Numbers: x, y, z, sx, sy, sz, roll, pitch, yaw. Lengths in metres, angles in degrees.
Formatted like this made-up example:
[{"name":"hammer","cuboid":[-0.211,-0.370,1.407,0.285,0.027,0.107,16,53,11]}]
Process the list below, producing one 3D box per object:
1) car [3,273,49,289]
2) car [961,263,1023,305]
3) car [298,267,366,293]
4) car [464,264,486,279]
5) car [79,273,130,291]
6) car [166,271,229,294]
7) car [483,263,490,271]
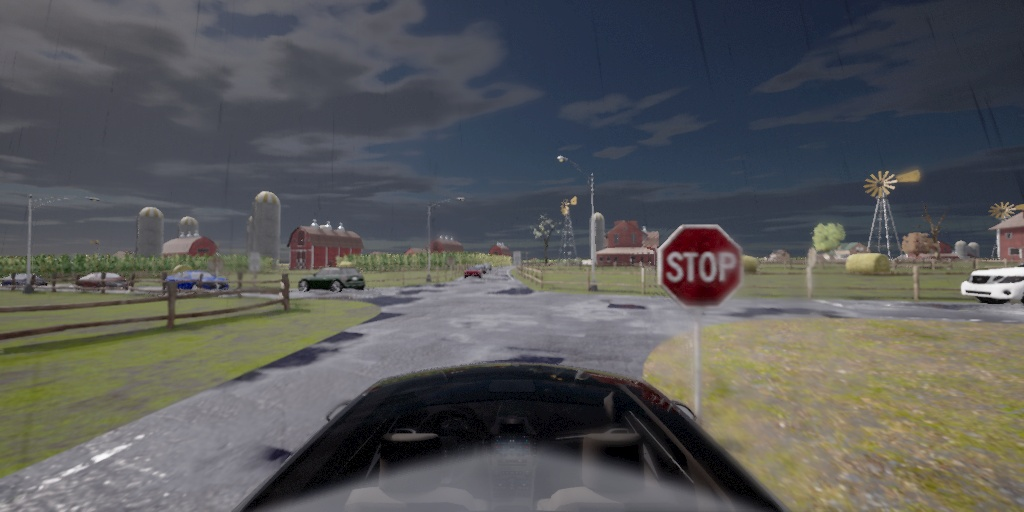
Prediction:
[{"name":"car","cuboid":[-48.202,2.425,35.525,4.674,1.442,1.812,-1,-2,22]},{"name":"car","cuboid":[19.733,0.799,12.265,5.566,2.045,2.150,-1,-2,21]},{"name":"car","cuboid":[-12.357,1.560,24.578,4.553,1.767,2.097,-1,-2,23]},{"name":"car","cuboid":[-4.251,1.821,39.634,1.895,1.301,4.718,0,-1,-2]},{"name":"car","cuboid":[-34.075,2.116,30.001,4.674,1.442,1.812,-1,-2,21]},{"name":"car","cuboid":[-22.375,1.819,25.453,5.008,1.535,1.882,-1,-2,21]},{"name":"car","cuboid":[-4.780,1.950,53.247,2.033,1.411,5.357,0,-1,-1]}]
